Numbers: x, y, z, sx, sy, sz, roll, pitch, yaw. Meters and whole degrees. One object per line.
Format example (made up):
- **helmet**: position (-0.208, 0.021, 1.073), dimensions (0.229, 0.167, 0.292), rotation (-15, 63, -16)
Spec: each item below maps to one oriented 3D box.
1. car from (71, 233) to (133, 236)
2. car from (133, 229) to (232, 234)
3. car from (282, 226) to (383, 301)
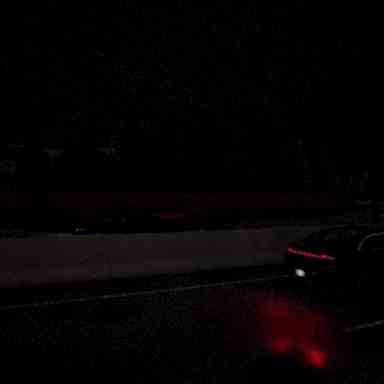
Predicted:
- **car**: position (-3.382, 1.733, 16.644), dimensions (5.008, 1.535, 1.882), rotation (1, -1, -24)
- **car**: position (-0.105, 1.794, 14.321), dimensions (4.181, 1.385, 1.994), rotation (1, -1, -25)
- **car**: position (4.634, 1.648, 8.637), dimensions (4.902, 1.511, 2.128), rotation (1, -1, -26)
